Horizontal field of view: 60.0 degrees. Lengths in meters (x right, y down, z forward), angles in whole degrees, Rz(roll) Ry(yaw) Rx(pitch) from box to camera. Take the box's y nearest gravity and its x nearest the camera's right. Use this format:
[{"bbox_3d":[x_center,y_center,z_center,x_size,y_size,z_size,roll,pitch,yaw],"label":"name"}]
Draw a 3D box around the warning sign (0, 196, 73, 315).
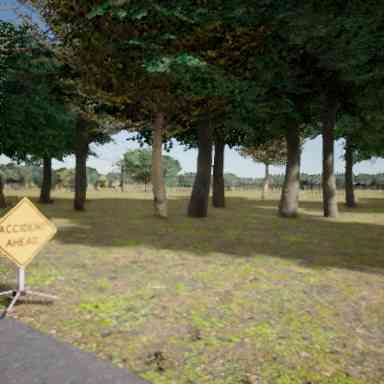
[{"bbox_3d":[-3.125,1.029,6.133,1.060,1.860,1.300,3,0,35],"label":"warning sign"}]
